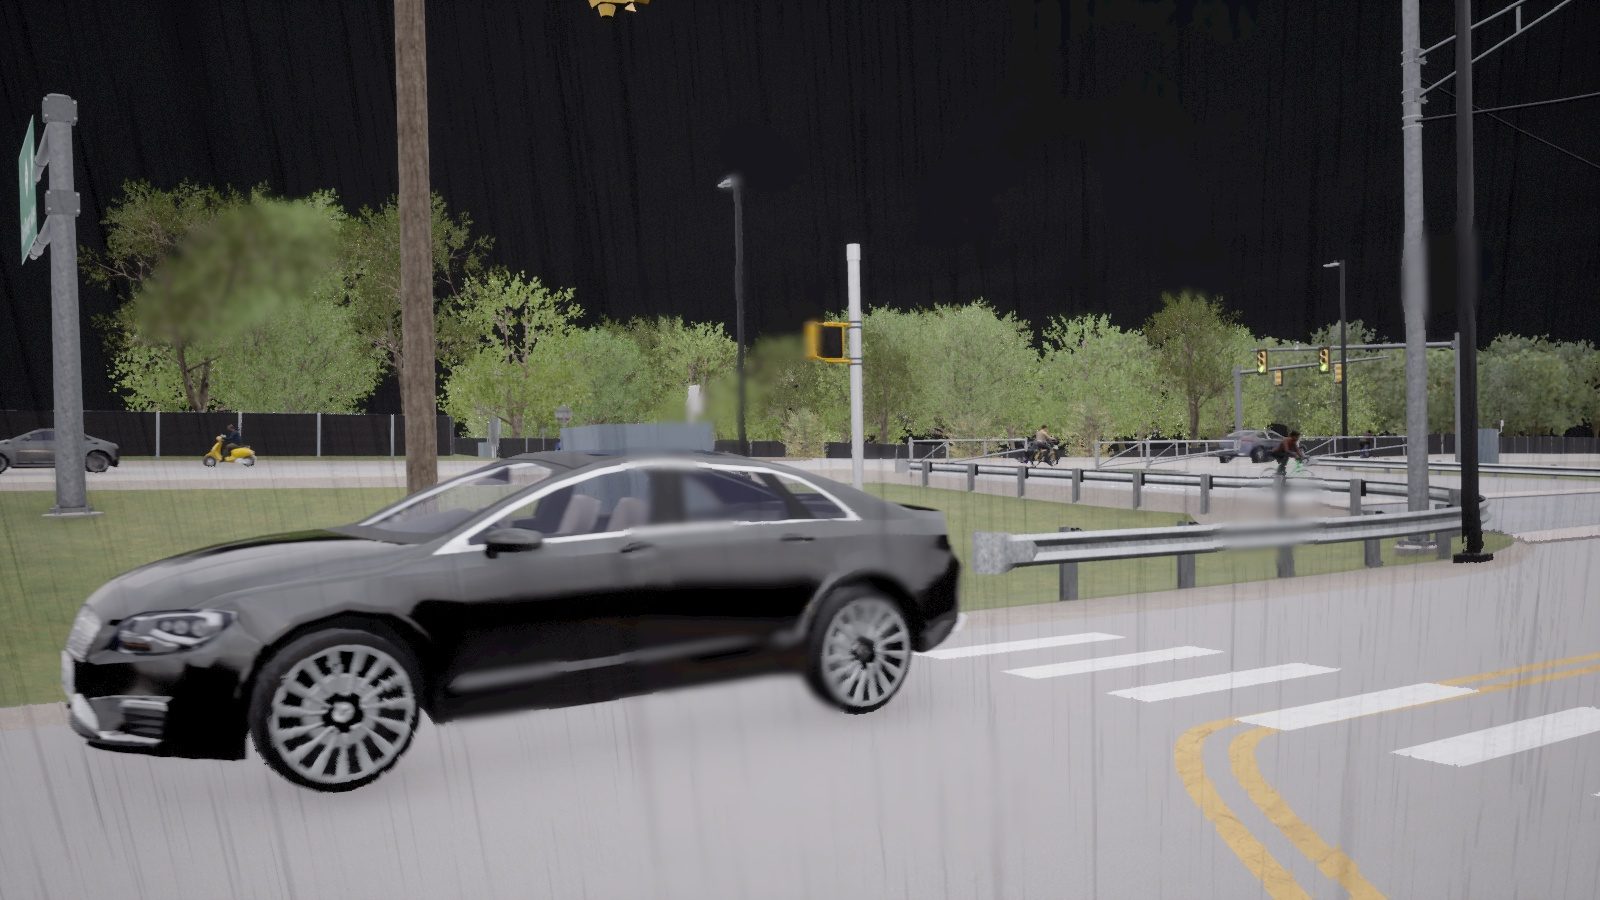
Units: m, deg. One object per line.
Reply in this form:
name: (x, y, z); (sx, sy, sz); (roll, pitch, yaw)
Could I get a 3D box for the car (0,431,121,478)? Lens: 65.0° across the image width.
car: (-23.244, 0.133, 38.421); (4.181, 1.385, 1.994); (0, 0, -34)

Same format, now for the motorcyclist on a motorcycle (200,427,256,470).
motorcyclist on a motorcycle: (-21.286, -0.056, 46.788); (1.817, 1.590, 0.866); (0, 0, -18)

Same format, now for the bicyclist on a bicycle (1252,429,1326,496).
bicyclist on a bicycle: (12.243, 0.292, 31.472); (0.582, 1.620, 1.656); (-1, 2, -34)

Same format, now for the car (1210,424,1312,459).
car: (22.428, -0.410, 61.030); (5.027, 1.651, 2.152); (0, 0, -34)

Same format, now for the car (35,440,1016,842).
car: (-1.325, 0.715, 7.006); (4.902, 1.511, 2.128); (0, 0, -35)

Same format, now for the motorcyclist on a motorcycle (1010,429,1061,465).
motorcyclist on a motorcycle: (10.201, -0.133, 54.489); (0.866, 1.530, 2.191); (0, 0, -35)

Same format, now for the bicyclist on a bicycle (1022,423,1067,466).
bicyclist on a bicycle: (9.302, -0.203, 47.806); (1.509, 1.612, 0.866); (0, 1, -36)
